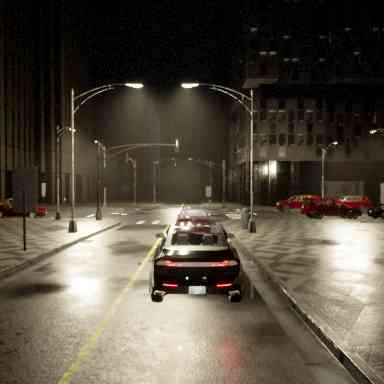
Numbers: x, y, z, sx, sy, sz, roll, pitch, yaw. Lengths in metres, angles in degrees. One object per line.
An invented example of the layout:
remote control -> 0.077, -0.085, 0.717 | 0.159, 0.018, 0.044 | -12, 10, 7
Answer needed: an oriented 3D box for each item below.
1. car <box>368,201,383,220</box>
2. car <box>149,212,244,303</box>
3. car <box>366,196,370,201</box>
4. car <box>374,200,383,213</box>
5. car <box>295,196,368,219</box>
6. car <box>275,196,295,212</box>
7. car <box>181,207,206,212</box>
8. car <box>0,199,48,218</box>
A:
car -> 17.716, 1.739, 29.156 | 4.313, 1.339, 1.947 | 0, 1, 0
car -> 0.086, 1.489, 8.204 | 2.128, 1.511, 4.902 | 0, 0, 0
car -> 17.687, 1.350, 37.677 | 5.009, 1.841, 2.192 | 0, 1, 0
car -> 23.328, 1.630, 37.706 | 4.313, 1.339, 1.947 | 0, 1, 0
car -> 12.074, 1.460, 29.126 | 5.009, 1.841, 2.192 | 0, 1, 0
car -> 12.044, 1.321, 37.650 | 5.009, 1.841, 2.192 | 0, 1, 0
car -> 0.070, 1.549, 18.582 | 2.033, 1.411, 5.357 | 0, 0, 0
car -> -14.968, 1.564, 29.001 | 4.507, 1.381, 1.887 | 0, 1, 0
